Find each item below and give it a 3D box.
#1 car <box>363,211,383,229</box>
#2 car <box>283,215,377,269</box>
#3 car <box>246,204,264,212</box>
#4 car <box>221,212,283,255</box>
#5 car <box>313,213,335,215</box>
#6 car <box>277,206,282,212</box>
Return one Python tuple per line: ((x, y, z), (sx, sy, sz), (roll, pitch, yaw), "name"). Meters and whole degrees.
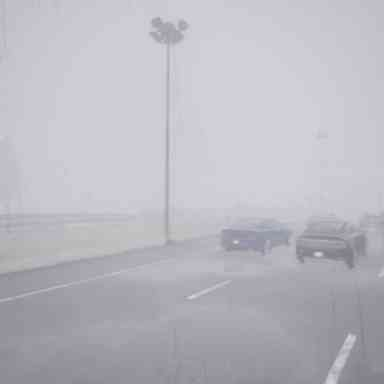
((13.892, 2.158, 25.054), (2.128, 1.511, 4.902), (-1, -2, 35), "car")
((5.449, 1.841, 12.674), (2.128, 1.511, 4.902), (-1, -2, 35), "car")
((11.807, 3.245, 59.403), (2.033, 1.411, 5.357), (-1, -2, 35), "car")
((3.196, 1.922, 15.569), (1.882, 1.535, 5.008), (-1, -2, 35), "car")
((10.641, 2.326, 26.506), (1.895, 1.301, 4.718), (-1, -2, 35), "car")
((14.699, 3.152, 57.457), (1.812, 1.442, 4.674), (-1, -2, 35), "car")
